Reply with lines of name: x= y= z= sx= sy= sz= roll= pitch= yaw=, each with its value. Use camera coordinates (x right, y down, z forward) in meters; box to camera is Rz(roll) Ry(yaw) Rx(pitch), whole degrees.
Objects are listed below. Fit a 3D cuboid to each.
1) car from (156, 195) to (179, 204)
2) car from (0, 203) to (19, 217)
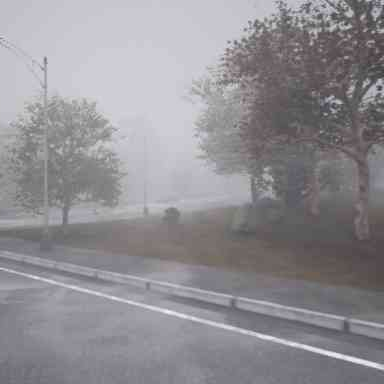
car: x=-3.998 y=1.170 z=54.432 sx=1.994 sy=1.385 sz=4.181 roll=-1 pitch=2 yaw=39
car: x=-20.421 y=1.913 z=34.012 sx=2.128 sy=1.511 sz=4.902 roll=-1 pitch=1 yaw=39
